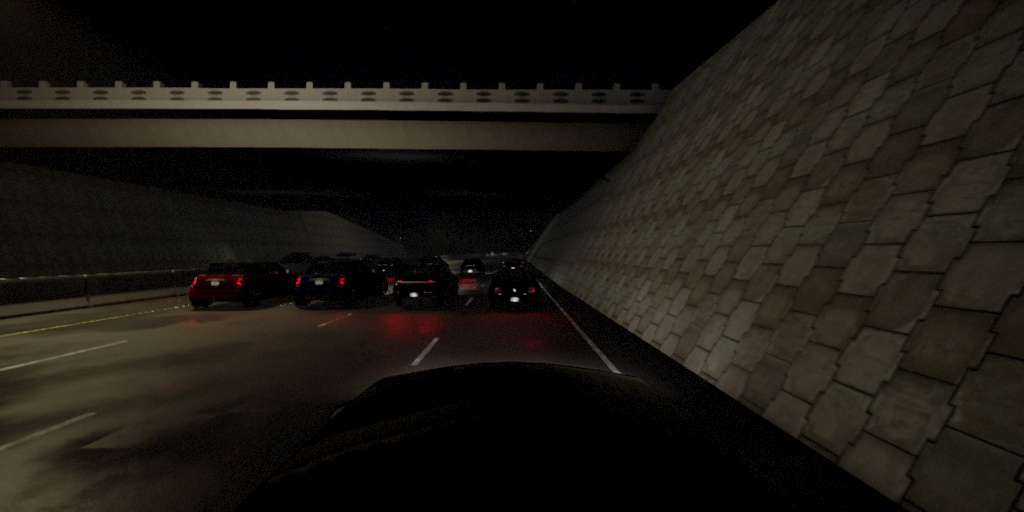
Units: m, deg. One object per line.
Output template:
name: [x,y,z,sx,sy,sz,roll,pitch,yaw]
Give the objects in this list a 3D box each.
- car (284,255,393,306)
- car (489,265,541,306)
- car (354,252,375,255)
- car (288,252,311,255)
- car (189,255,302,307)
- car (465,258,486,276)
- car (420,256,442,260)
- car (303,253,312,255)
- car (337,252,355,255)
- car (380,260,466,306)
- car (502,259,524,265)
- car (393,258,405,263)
car: [-6.903,0.962,14.951,2.097,1.767,4.553,0,1,0]
car: [0.097,1.211,14.853,1.895,1.301,4.718,0,1,0]
car: [-21.088,0.555,53.471,2.097,1.767,4.553,0,1,0]
car: [-31.579,0.432,52.781,2.150,2.045,5.566,0,1,0]
car: [-10.403,0.965,14.688,2.097,1.767,4.553,0,1,0]
car: [-3.405,0.938,31.659,1.837,1.490,4.892,0,1,0]
car: [-6.906,0.789,31.307,2.097,1.767,4.553,0,1,0]
car: [-28.085,0.687,52.860,1.882,1.535,5.008,0,1,0]
car: [-24.586,0.431,52.823,2.150,2.045,5.566,0,1,0]
car: [-3.403,1.102,14.855,2.128,1.511,4.902,0,1,0]
car: [0.094,0.990,32.268,1.994,1.385,4.181,0,1,0]
car: [-10.406,0.925,31.576,2.128,1.511,4.902,0,1,0]
